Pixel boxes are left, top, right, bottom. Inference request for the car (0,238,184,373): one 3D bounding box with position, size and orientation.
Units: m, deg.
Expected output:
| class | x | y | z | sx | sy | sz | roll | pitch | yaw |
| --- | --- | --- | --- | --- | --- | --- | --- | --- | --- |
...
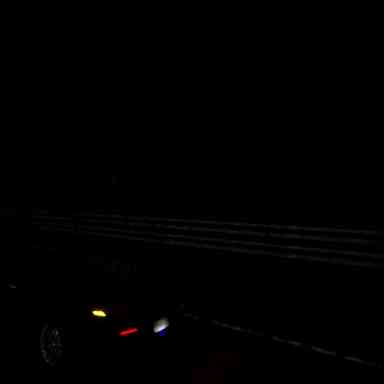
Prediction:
| class | x | y | z | sx | sy | sz | roll | pitch | yaw |
| --- | --- | --- | --- | --- | --- | --- | --- | --- | --- |
| car | -2.267 | 1.527 | 5.609 | 4.674 | 1.442 | 1.812 | 0 | 0 | 35 |
